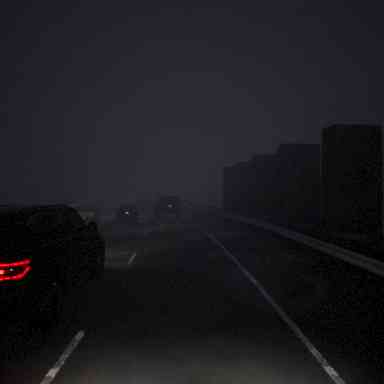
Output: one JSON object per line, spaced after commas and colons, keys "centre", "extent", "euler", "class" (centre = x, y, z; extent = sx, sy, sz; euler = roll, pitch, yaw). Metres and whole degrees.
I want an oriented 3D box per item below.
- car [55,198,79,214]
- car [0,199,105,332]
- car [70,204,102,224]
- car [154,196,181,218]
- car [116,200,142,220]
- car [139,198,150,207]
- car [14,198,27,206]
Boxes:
{"centre": [-14.723, 1.619, 39.370], "extent": [2.097, 1.767, 4.553], "euler": [0, 0, -13], "class": "car"}
{"centre": [-3.435, 1.275, 7.090], "extent": [2.150, 2.045, 5.566], "euler": [0, 0, -3], "class": "car"}
{"centre": [-8.820, 1.783, 27.989], "extent": [1.895, 1.301, 4.718], "euler": [0, 0, -9], "class": "car"}
{"centre": [-2.488, 1.395, 32.553], "extent": [2.150, 2.045, 5.566], "euler": [0, 0, -11], "class": "car"}
{"centre": [-5.804, 1.741, 30.011], "extent": [1.994, 1.385, 4.181], "euler": [0, 0, -10], "class": "car"}
{"centre": [-8.326, 1.826, 56.587], "extent": [1.837, 1.490, 4.892], "euler": [1, 0, -18], "class": "car"}
{"centre": [-34.910, 1.982, 67.822], "extent": [1.882, 1.535, 5.008], "euler": [0, 0, -23], "class": "car"}
